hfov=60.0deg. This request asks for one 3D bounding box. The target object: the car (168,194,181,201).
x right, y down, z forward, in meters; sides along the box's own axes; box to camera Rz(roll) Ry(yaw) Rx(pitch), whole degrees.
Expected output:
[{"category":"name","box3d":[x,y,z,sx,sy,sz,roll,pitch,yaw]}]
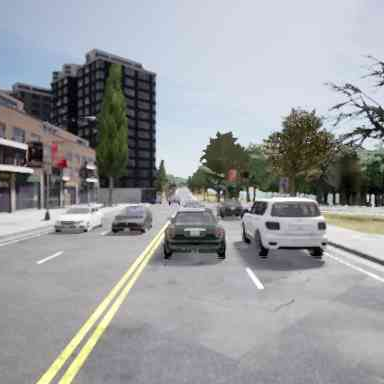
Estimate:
[{"category":"car","box3d":[-3.245,1.470,62.158,2.150,2.045,5.566,0,-1,0]}]

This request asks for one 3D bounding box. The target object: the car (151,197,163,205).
[{"category":"car","box3d":[-6.495,1.649,62.188,1.882,1.535,5.008,0,-1,0]}]

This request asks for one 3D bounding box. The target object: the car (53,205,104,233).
[{"category":"car","box3d":[-6.608,1.548,19.966,1.812,1.442,4.674,0,0,0]}]

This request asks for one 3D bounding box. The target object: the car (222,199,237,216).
[{"category":"car","box3d":[3.351,1.398,29.408,2.097,1.767,4.553,0,0,0]}]

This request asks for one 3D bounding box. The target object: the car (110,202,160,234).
[{"category":"car","box3d":[-3.350,1.569,19.724,2.033,1.411,5.357,0,0,0]}]

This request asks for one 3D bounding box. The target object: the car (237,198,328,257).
[{"category":"car","box3d":[3.349,1.230,13.021,2.150,2.045,5.566,0,0,0]}]

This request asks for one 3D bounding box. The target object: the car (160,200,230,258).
[{"category":"car","box3d":[0.099,1.360,12.895,2.097,1.767,4.553,0,0,0]}]

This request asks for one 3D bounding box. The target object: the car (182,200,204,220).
[{"category":"car","box3d":[0.101,1.552,29.794,1.837,1.490,4.892,0,0,0]}]
